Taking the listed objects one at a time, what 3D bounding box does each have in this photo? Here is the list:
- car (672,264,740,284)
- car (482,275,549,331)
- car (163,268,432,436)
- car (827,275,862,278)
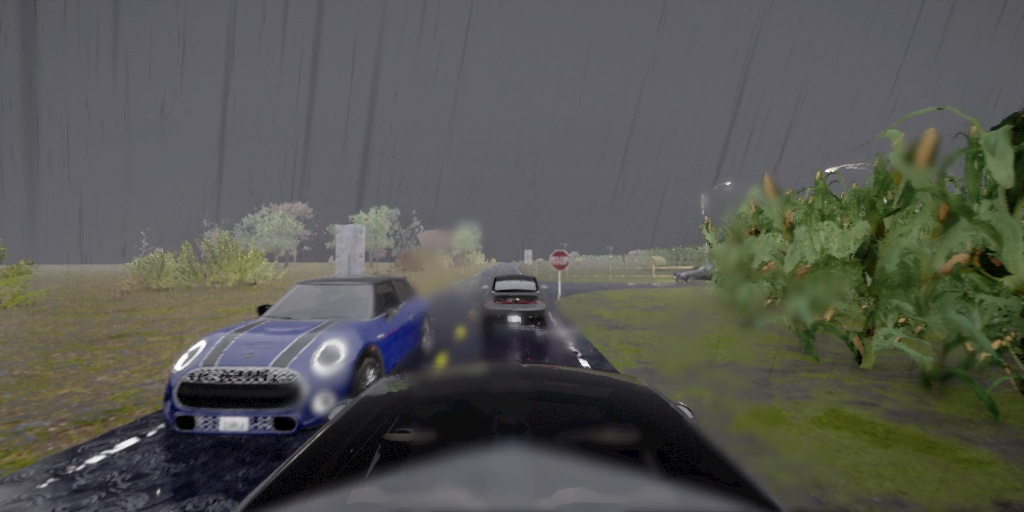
[{"bbox_3d":[14.498,1.336,26.882,4.674,1.442,1.812,-1,-1,-1],"label":"car"},{"bbox_3d":[0.091,1.329,11.333,1.837,1.490,4.892,0,0,0],"label":"car"},{"bbox_3d":[-2.790,1.129,5.888,2.097,1.767,4.553,0,0,1],"label":"car"},{"bbox_3d":[24.789,1.203,27.051,4.902,1.511,2.128,-1,-1,-1],"label":"car"}]
